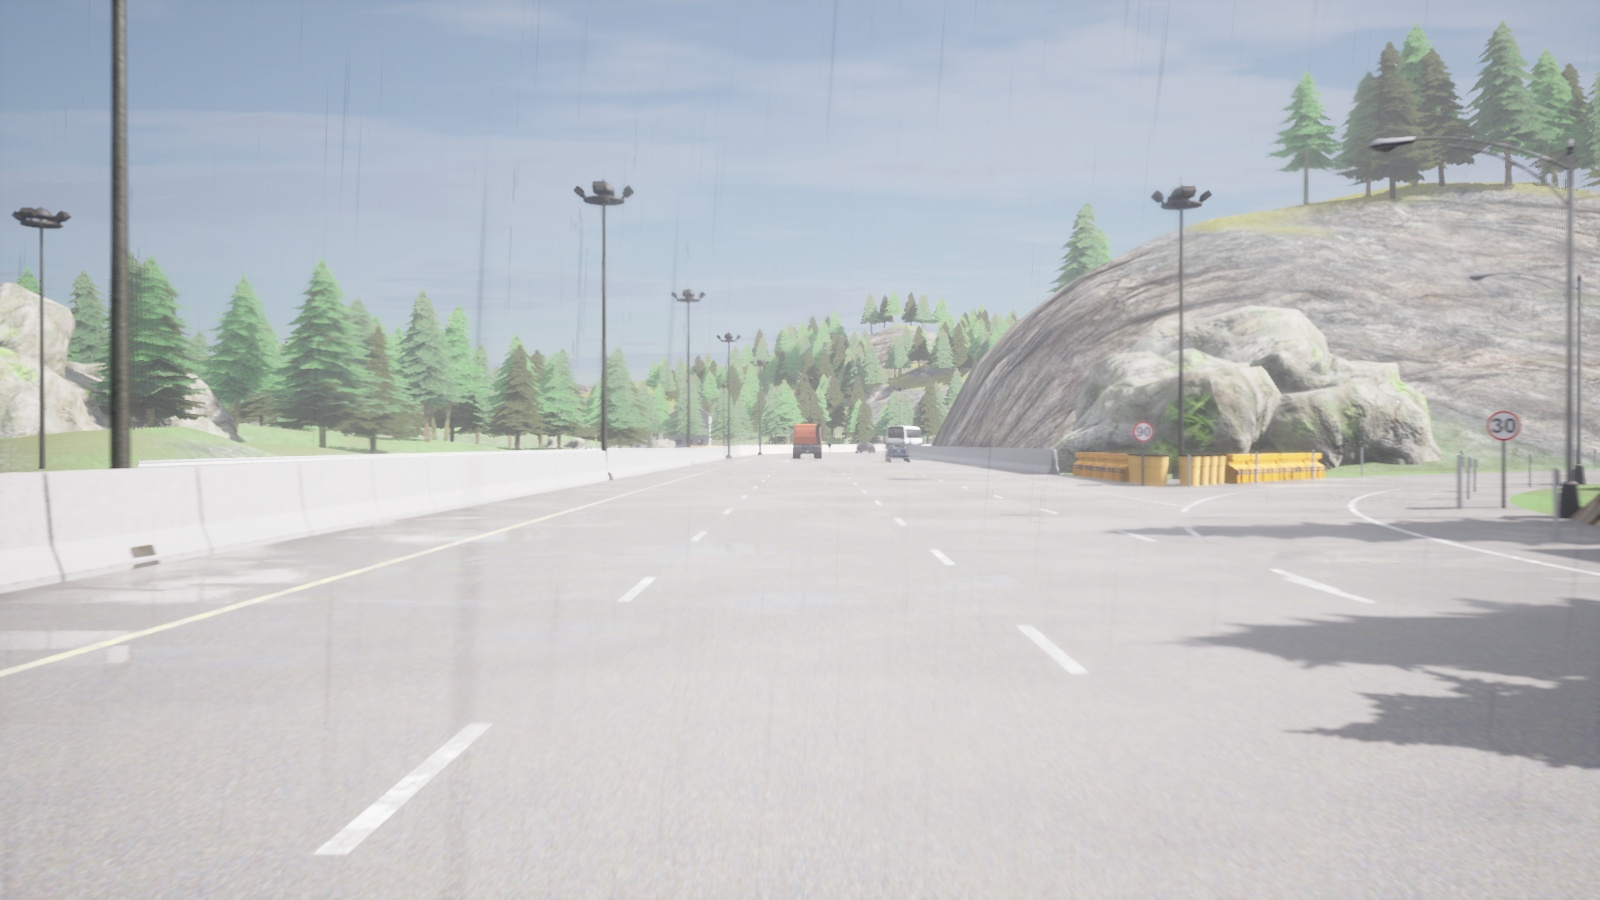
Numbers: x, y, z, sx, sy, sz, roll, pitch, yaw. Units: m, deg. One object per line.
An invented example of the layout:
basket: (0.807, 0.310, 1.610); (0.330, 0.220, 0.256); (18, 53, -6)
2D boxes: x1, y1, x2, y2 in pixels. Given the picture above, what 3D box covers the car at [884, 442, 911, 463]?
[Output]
car: (7.573, 0.185, 97.946); (1.789, 1.549, 3.705); (0, 0, 0)
